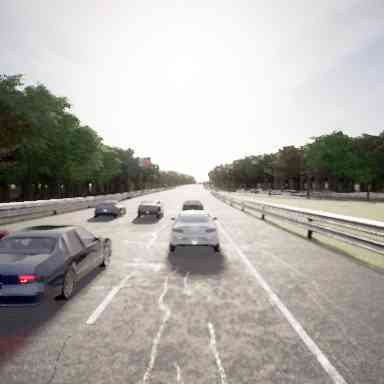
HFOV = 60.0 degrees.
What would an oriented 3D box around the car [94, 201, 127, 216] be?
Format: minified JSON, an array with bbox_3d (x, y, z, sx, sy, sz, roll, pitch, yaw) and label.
[{"bbox_3d":[-6.922,1.429,28.509,1.994,1.385,4.181,0,0,0],"label":"car"}]

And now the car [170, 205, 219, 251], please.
[{"bbox_3d":[0.088,1.480,13.764,1.812,1.442,4.674,0,0,0],"label":"car"}]

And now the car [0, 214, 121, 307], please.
[{"bbox_3d":[-3.421,1.531,8.199,2.033,1.411,5.357,0,0,0],"label":"car"}]

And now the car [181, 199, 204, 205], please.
[{"bbox_3d":[0.079,1.334,29.648,1.882,1.535,5.008,0,0,0],"label":"car"}]

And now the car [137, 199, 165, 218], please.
[{"bbox_3d":[-3.422,1.360,28.062,2.128,1.511,4.902,0,0,0],"label":"car"}]
